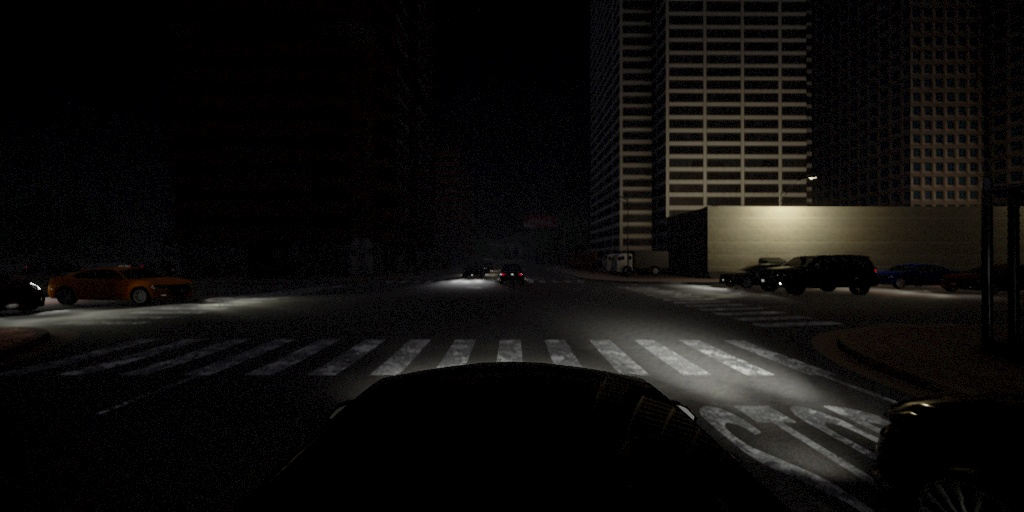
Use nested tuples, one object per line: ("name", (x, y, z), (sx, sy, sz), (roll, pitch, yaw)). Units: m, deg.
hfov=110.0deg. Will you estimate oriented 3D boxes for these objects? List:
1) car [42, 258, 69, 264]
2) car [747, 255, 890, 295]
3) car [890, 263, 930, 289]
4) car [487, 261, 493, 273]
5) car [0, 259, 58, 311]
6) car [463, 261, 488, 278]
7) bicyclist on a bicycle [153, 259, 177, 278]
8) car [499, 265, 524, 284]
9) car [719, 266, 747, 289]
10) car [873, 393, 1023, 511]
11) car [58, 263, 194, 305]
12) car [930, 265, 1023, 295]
("car", (-50.139, 1.155, 39.392), (2.097, 1.767, 4.553), (0, 0, -14))
("car", (16.168, 0.965, 19.178), (5.566, 2.045, 2.150), (0, 0, 0))
("car", (25.257, 1.230, 22.734), (5.008, 1.535, 1.882), (0, 0, 0))
("car", (-3.773, 1.349, 44.665), (1.882, 1.535, 5.008), (0, 0, 0))
("car", (-18.773, 1.076, 11.974), (4.553, 1.767, 2.097), (0, 0, 2))
("car", (-3.712, 1.446, 35.379), (1.895, 1.301, 4.718), (0, 0, 0))
("bicyclist on a bicycle", (-26.634, 1.069, 27.519), (0.582, 1.620, 1.656), (0, 0, 10))
("car", (-0.014, 1.371, 28.040), (2.033, 1.411, 5.357), (0, 0, 0))
("car", (15.767, 1.257, 22.676), (4.892, 1.490, 1.837), (0, 0, 0))
("car", (3.607, 1.238, 0.617), (2.128, 1.511, 4.902), (0, 0, 0))
("car", (-16.546, 1.211, 15.331), (5.008, 1.535, 1.882), (0, 0, 1))
("car", (26.156, 1.220, 19.239), (5.008, 1.535, 1.882), (0, 0, 0))
